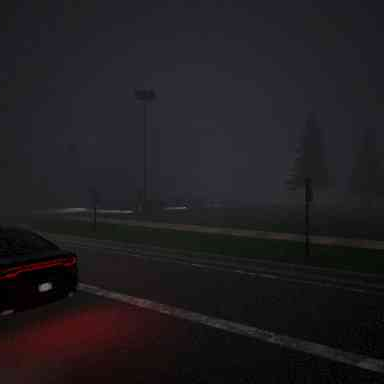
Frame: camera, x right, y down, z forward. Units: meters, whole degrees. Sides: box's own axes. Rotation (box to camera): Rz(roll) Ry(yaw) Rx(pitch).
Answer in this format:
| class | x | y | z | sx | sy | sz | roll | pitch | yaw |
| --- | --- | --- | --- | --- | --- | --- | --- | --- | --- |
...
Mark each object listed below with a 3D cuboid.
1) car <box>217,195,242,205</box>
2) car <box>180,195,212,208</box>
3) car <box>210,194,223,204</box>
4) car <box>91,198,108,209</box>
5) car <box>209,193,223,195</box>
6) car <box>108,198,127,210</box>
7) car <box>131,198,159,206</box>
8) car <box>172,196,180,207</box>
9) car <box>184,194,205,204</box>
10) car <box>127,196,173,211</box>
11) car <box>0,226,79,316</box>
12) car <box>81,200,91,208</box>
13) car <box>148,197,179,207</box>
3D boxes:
| class | x | y | z | sx | sy | sz | roll | pitch | yaw |
| --- | --- | --- | --- | --- | --- | --- | --- | --- | --- |
| car | 6.920 | 1.619 | 58.318 | 1.895 | 1.301 | 4.718 | 0 | 0 | 35 |
| car | 0.602 | 1.582 | 49.323 | 1.994 | 1.385 | 4.181 | 0 | 0 | 35 |
| car | 6.187 | 1.567 | 63.302 | 2.033 | 1.411 | 5.357 | 0 | 0 | 36 |
| car | -10.708 | 1.513 | 45.392 | 2.128 | 1.511 | 4.902 | 0 | 0 | 35 |
| car | 4.473 | 1.246 | 66.923 | 2.150 | 2.045 | 5.566 | 0 | 0 | 36 |
| car | -8.141 | 1.545 | 42.924 | 1.812 | 1.442 | 4.674 | 0 | 0 | 34 |
| car | -7.754 | 1.625 | 55.702 | 1.895 | 1.301 | 4.718 | 0 | 0 | 35 |
| car | -2.533 | 1.372 | 50.958 | 2.097 | 1.767 | 4.553 | 0 | 0 | 35 |
| car | 0.578 | 1.376 | 67.472 | 2.097 | 1.767 | 4.553 | 0 | 0 | 35 |
| car | -5.119 | 1.565 | 41.173 | 2.033 | 1.411 | 5.357 | 0 | 0 | 35 |
| car | -4.538 | 1.482 | 7.205 | 5.008 | 1.535 | 1.882 | 0 | 0 | 36 |
| car | -13.607 | 1.588 | 47.367 | 1.994 | 1.385 | 4.181 | 0 | 0 | 34 |
| car | -4.533 | 1.570 | 54.206 | 2.033 | 1.411 | 5.357 | 0 | 0 | 35 |
